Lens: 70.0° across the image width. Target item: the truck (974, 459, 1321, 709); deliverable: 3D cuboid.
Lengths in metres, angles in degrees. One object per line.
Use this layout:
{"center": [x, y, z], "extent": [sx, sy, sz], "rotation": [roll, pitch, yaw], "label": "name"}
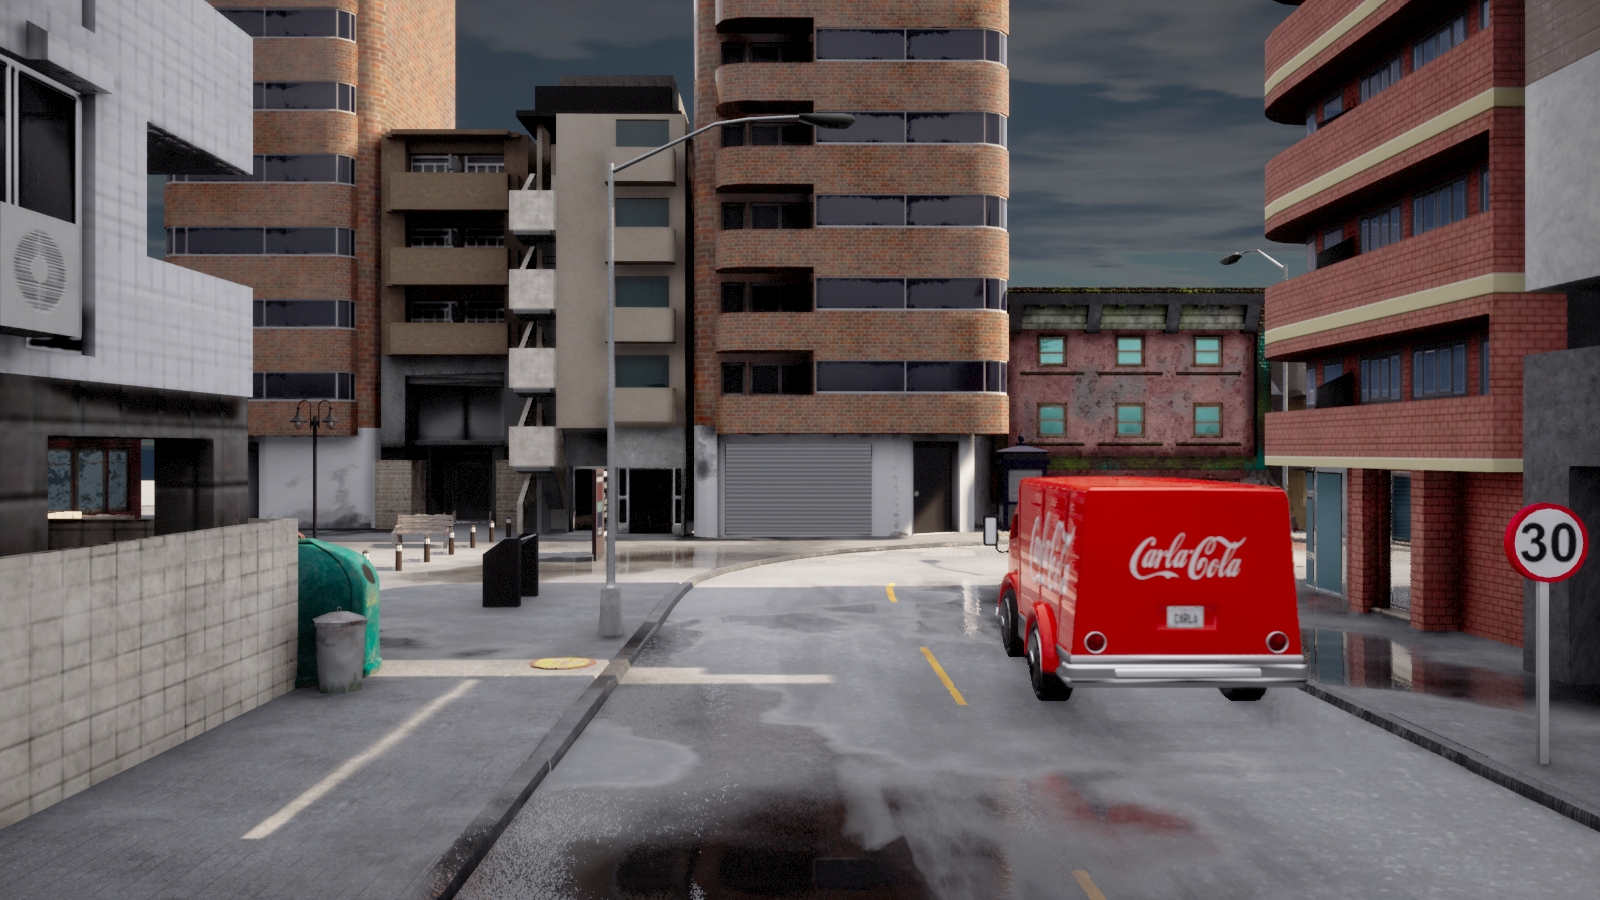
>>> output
{"center": [3.854, 1.352, 13.971], "extent": [2.627, 2.467, 5.204], "rotation": [0, 0, 0], "label": "truck"}
